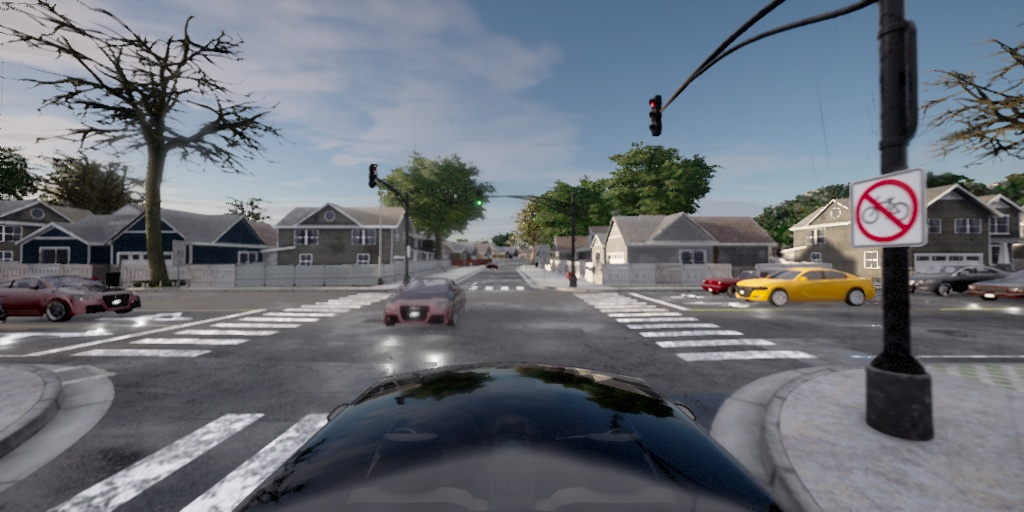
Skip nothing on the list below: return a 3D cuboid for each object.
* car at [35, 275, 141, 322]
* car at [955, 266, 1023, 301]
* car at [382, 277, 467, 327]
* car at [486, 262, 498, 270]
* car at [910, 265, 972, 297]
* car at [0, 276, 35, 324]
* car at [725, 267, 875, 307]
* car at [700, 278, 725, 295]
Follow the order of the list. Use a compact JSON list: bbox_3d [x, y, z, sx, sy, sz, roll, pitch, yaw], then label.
[{"bbox_3d":[-14.965,1.333,11.792,4.181,1.385,1.994,0,-1,1],"label":"car"},{"bbox_3d":[22.503,1.237,14.905,5.357,1.411,2.033,0,-1,0],"label":"car"},{"bbox_3d":[-2.649,1.402,11.732,1.994,1.385,4.181,0,0,0],"label":"car"},{"bbox_3d":[-3.456,1.715,62.771,1.895,1.301,4.718,0,0,1],"label":"car"},{"bbox_3d":[22.379,1.227,18.153,4.902,1.511,2.128,0,-1,1],"label":"car"},{"bbox_3d":[-15.302,1.216,8.545,4.902,1.511,2.128,0,-1,1],"label":"car"},{"bbox_3d":[12.096,1.235,15.001,5.008,1.535,1.882,0,-1,-1],"label":"car"},{"bbox_3d":[12.300,1.402,18.245,4.718,1.301,1.895,0,-1,1],"label":"car"}]
